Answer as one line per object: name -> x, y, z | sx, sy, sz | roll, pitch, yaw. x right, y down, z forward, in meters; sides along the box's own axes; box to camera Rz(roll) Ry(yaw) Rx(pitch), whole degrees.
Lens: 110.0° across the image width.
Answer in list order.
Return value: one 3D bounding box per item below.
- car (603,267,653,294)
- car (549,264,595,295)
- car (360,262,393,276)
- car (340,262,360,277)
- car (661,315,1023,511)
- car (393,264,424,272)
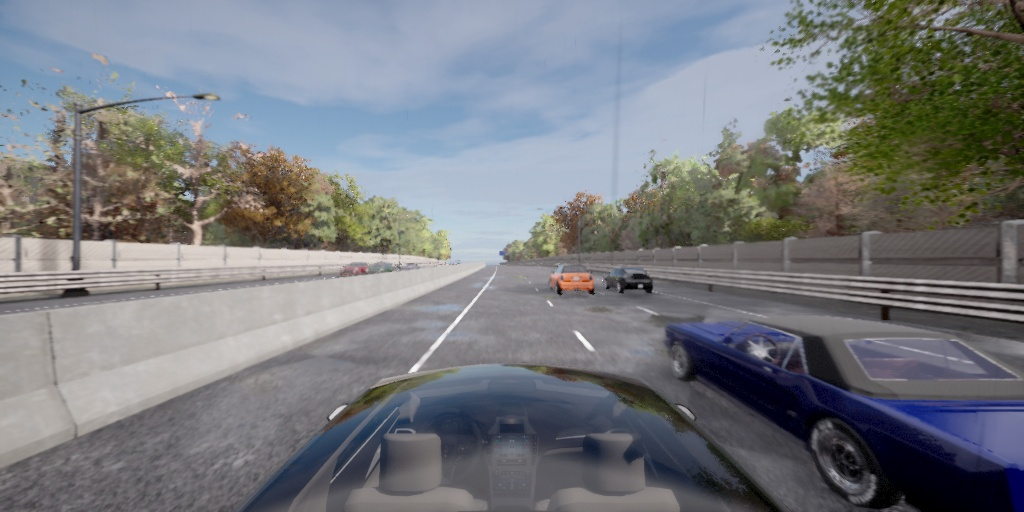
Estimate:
car -> 6.989, 1.434, 21.988 | 1.837, 1.490, 4.892 | 0, -1, -1
car -> 3.491, 1.281, 21.636 | 2.097, 1.767, 4.553 | 0, -1, -1
car -> -14.466, 1.453, 39.509 | 2.097, 1.767, 4.553 | 0, 0, -1
car -> -18.001, 1.472, 41.475 | 2.097, 1.767, 4.553 | 0, 0, -1
car -> 3.595, 1.371, 4.300 | 1.895, 1.301, 4.718 | 0, -1, 0
car -> -10.968, 1.589, 39.285 | 2.128, 1.511, 4.902 | 0, -1, -1
